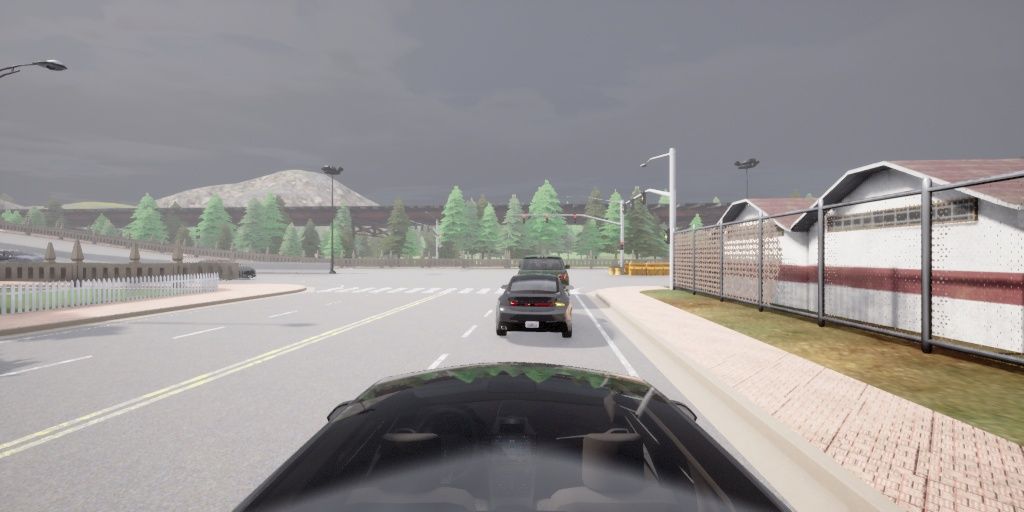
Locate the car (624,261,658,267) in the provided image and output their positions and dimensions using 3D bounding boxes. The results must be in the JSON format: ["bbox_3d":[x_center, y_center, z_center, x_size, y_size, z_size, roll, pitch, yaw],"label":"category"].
[{"bbox_3d":[15.737,1.351,41.492,4.718,1.301,1.895,0,0,4],"label":"car"}]

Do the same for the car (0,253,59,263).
[{"bbox_3d":[-41.346,0.831,31.194,5.357,1.411,2.033,4,0,4],"label":"car"}]

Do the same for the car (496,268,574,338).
[{"bbox_3d":[0.695,1.255,10.264,1.837,1.490,4.892,0,0,6],"label":"car"}]

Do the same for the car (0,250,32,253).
[{"bbox_3d":[-48.631,0.199,35.264,4.892,1.490,1.837,5,0,5],"label":"car"}]

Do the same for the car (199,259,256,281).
[{"bbox_3d":[-24.041,1.097,29.981,4.553,1.767,2.097,0,0,4],"label":"car"}]

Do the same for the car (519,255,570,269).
[{"bbox_3d":[1.449,0.971,16.276,2.150,2.045,5.566,0,0,7],"label":"car"}]
